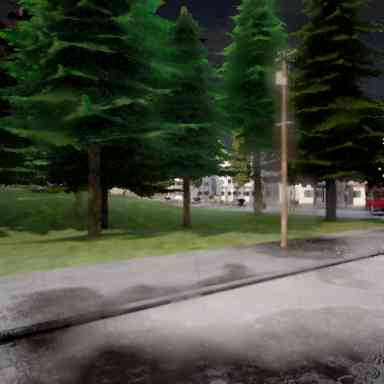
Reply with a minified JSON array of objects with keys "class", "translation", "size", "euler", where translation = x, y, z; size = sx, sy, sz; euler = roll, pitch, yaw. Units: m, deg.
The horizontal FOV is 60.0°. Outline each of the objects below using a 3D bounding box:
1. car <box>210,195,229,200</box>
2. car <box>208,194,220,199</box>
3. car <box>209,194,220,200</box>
[{"class":"car","translation":[7.620,1.539,92.284],"size":[4.974,1.542,2.038],"euler":[0,0,-6]},{"class":"car","translation":[6.276,1.294,94.761],"size":[1.845,1.501,3.633],"euler":[0,0,-24]},{"class":"car","translation":[7.569,1.381,92.279],"size":[4.536,1.218,1.853],"euler":[0,0,-6]}]
